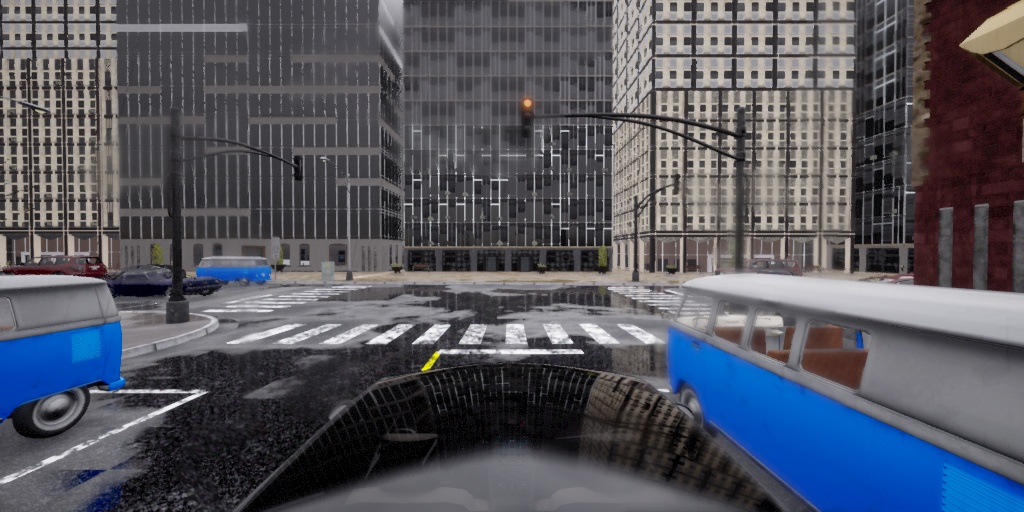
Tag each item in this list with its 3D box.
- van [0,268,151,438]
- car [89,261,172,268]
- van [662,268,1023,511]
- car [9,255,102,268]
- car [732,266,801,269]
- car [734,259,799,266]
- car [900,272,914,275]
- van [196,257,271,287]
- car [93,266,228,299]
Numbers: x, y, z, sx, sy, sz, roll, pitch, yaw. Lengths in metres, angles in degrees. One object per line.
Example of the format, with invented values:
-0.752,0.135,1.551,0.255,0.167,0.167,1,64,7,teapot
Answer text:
-5.695,1.090,2.786,1.690,1.789,3.998,0,0,0,van
-22.769,1.150,22.246,4.313,1.339,1.948,0,0,0,car
2.686,1.090,2.795,1.690,1.789,3.998,0,0,0,van
-28.292,0.874,22.254,5.009,1.841,2.192,0,0,0,car
13.838,1.405,19.591,4.718,1.301,1.895,0,1,0,car
15.143,1.089,22.190,5.009,1.841,2.192,0,0,0,car
15.129,1.437,13.810,4.507,1.381,1.888,0,0,0,car
-17.246,0.951,22.238,3.998,1.789,1.690,0,0,0,van
-16.246,1.297,16.436,4.718,1.301,1.895,0,1,0,car
